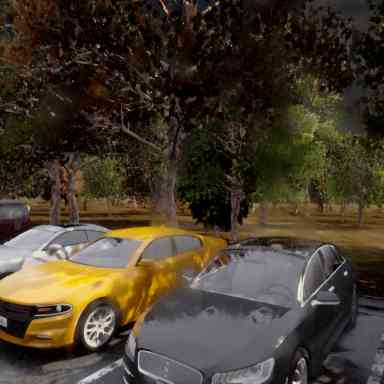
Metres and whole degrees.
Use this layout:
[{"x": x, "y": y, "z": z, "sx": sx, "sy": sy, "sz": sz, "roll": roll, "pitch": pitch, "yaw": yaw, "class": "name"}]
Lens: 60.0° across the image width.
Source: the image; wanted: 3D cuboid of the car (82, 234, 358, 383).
[{"x": 1.162, "y": 1.482, "z": 4.938, "sx": 2.231, "sy": 1.521, "sz": 4.892, "roll": 0, "pitch": 0, "yaw": 35, "class": "car"}]

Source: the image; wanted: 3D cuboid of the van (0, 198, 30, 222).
[{"x": -7.987, "y": 1.256, "z": 11.295, "sx": 1.878, "sy": 1.987, "sz": 4.442, "roll": 0, "pitch": 0, "yaw": 35, "class": "van"}]

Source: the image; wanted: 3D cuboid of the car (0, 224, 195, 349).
[{"x": -1.108, "y": 1.481, "z": 6.551, "sx": 2.097, "sy": 1.535, "sz": 5.008, "roll": 0, "pitch": 0, "yaw": 35, "class": "car"}]

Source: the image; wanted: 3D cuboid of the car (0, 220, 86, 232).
[{"x": -3.380, "y": 1.522, "z": 8.164, "sx": 2.002, "sy": 1.452, "sz": 4.674, "roll": 0, "pitch": 0, "yaw": 35, "class": "car"}]
